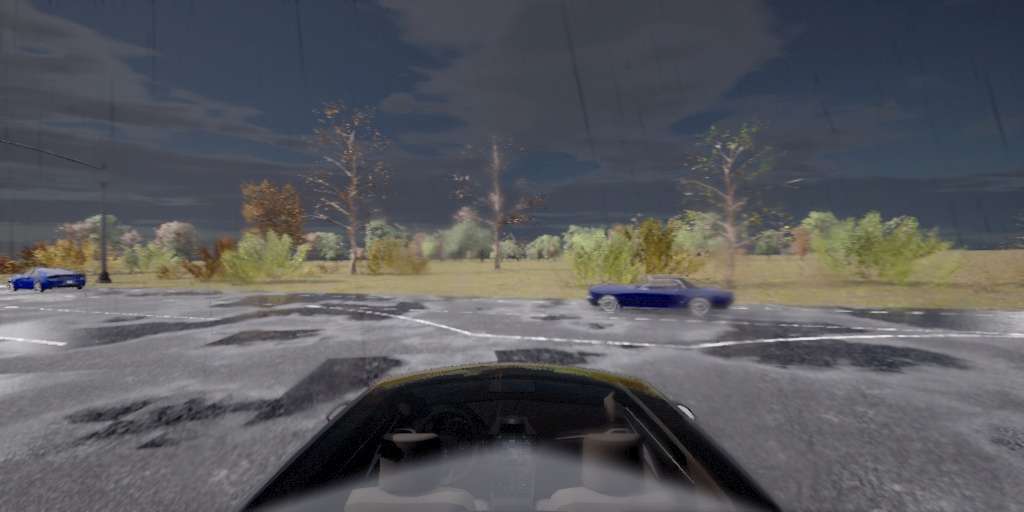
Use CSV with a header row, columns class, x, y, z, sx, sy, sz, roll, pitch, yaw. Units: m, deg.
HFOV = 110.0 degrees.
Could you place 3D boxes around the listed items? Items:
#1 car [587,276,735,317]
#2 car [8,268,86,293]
class,x,y,z,sx,sy,sz,roll,pitch,yaw
car,5.122,1.370,12.954,4.718,1.301,1.895,0,0,17
car,-30.833,1.553,23.791,5.008,1.535,1.882,0,0,17
